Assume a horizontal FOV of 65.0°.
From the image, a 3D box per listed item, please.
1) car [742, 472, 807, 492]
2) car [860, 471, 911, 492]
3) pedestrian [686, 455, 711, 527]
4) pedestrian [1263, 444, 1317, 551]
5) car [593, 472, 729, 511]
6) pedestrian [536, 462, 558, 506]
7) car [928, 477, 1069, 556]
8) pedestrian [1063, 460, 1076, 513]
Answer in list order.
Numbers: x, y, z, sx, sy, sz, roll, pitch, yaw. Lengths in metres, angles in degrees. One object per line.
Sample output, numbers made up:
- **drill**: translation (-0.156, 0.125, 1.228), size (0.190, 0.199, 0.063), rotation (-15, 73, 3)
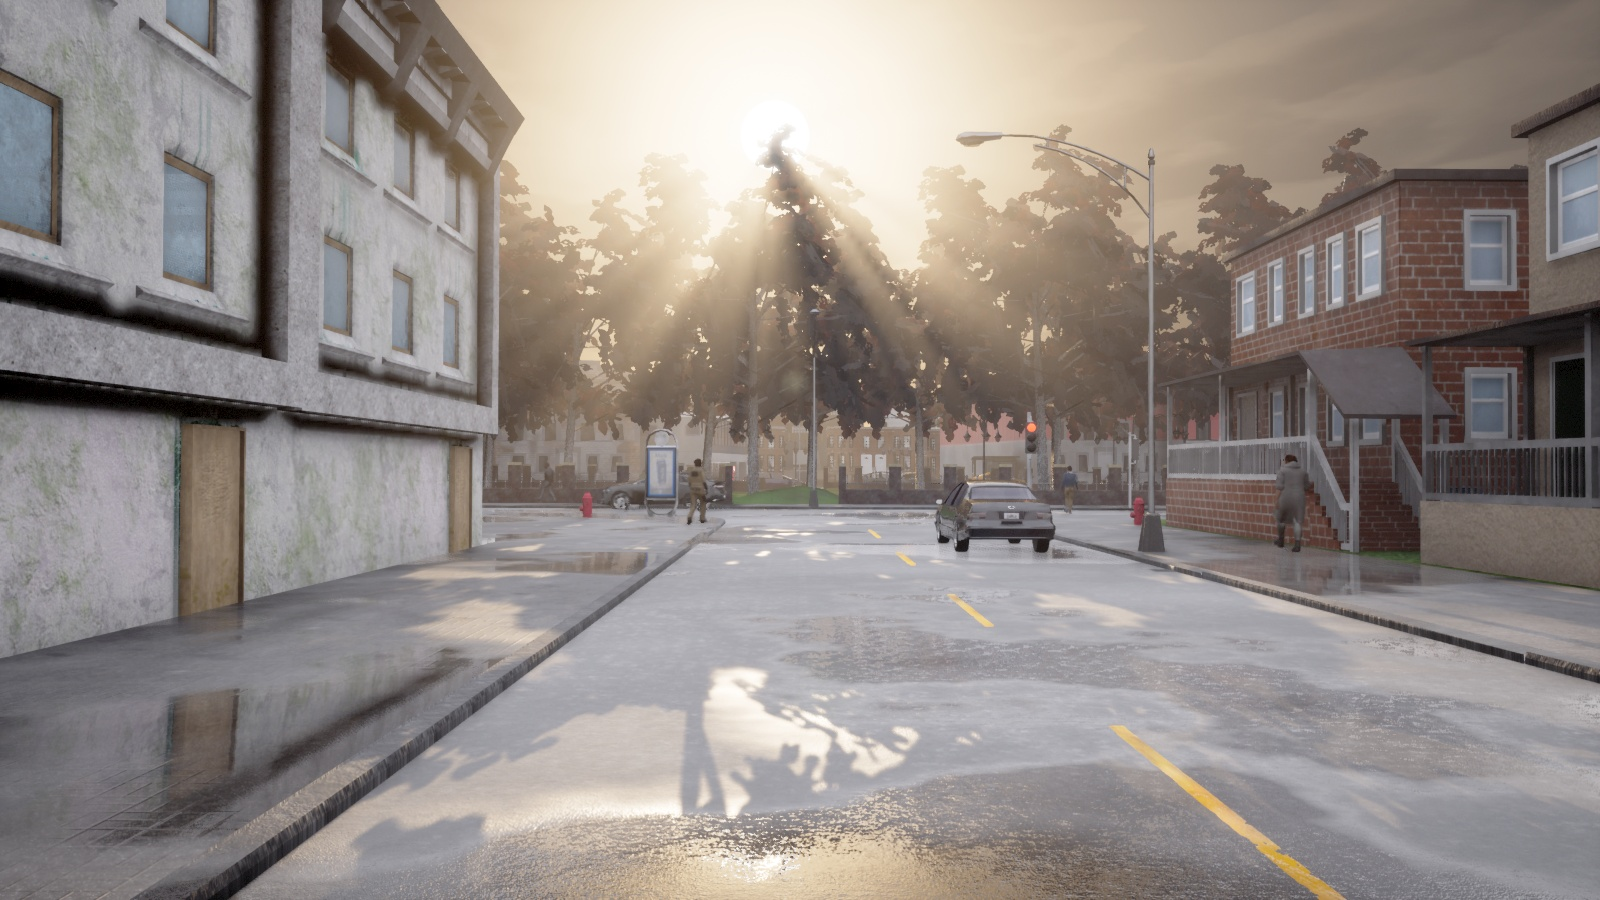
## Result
- **car**: translation (-1.911, 2.405, 94.519), size (4.792, 1.488, 2.163), rotation (0, -1, 0)
- **car**: translation (6.412, 2.351, 94.551), size (3.705, 1.549, 1.789), rotation (0, -1, 0)
- **pedestrian**: translation (-2.759, 1.106, 34.095), size (0.396, 1.930, 0.692), rotation (-1, -1, 22)
- **pedestrian**: translation (9.181, 0.882, 23.558), size (0.659, 1.952, 0.873), rotation (0, -1, 1)
- **car**: translation (-5.406, 1.616, 49.151), size (4.902, 1.511, 2.128), rotation (0, -1, 8)
- **pedestrian**: translation (-10.997, 1.482, 54.566), size (0.849, 1.883, 0.563), rotation (0, -1, 0)
- **car**: translation (3.925, 1.279, 25.795), size (2.033, 1.411, 5.357), rotation (0, -1, 0)
- **pedestrian**: translation (10.044, 1.350, 46.768), size (0.423, 1.949, 0.788), rotation (0, -1, 9)
